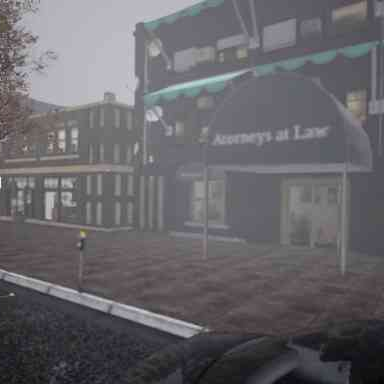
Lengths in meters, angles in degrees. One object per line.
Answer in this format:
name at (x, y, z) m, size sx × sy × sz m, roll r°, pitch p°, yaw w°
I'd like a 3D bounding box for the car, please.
car at (1.234, 1.566, 1.982) m, size 4.313 × 1.339 × 1.947 m, roll 0°, pitch 1°, yaw 35°
